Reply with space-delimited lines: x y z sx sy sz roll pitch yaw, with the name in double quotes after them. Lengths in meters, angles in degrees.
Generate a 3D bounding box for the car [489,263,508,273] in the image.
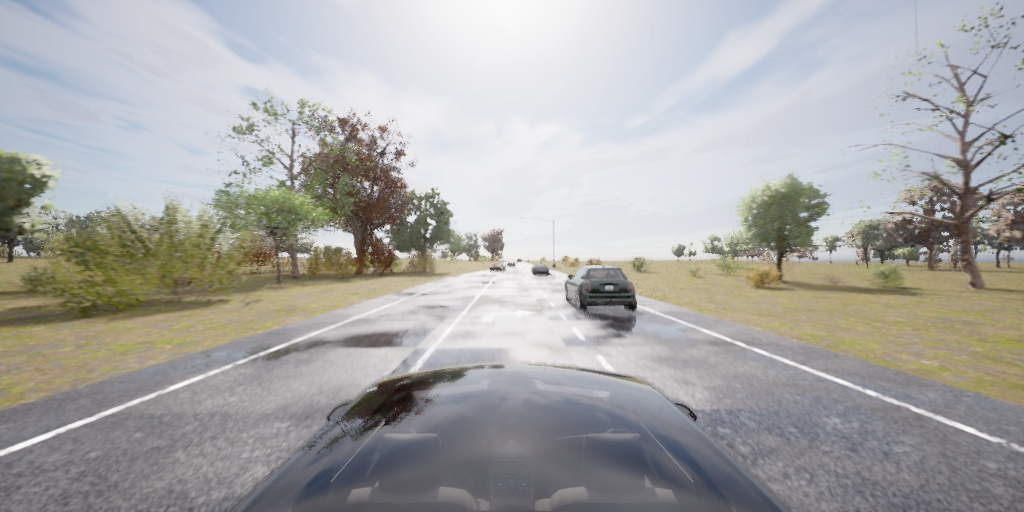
-2.129 1.699 51.888 1.895 1.301 4.718 0 0 7 "car"

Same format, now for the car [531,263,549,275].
3.459 1.589 44.054 1.994 1.385 4.181 0 0 0 "car"

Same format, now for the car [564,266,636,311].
3.487 1.179 14.990 2.097 1.767 4.553 0 0 0 "car"
